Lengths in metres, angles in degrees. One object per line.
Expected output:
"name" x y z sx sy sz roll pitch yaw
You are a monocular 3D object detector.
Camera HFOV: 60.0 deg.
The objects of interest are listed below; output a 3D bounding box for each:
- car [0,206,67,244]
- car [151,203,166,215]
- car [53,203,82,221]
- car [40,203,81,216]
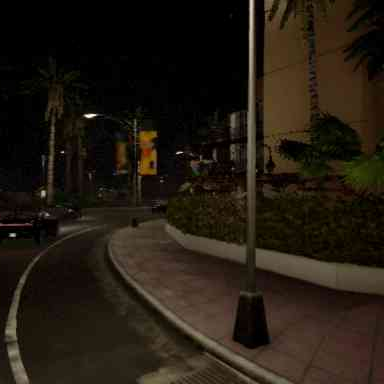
"car" -8.067 1.658 16.669 2.128 1.511 4.902 1 -1 -9
"car" -3.219 2.063 41.434 2.128 1.511 4.902 0 -1 25
"car" -11.443 1.848 28.296 2.033 1.411 5.357 0 -1 10
"car" -15.582 2.024 39.617 1.895 1.301 4.718 0 -1 20
